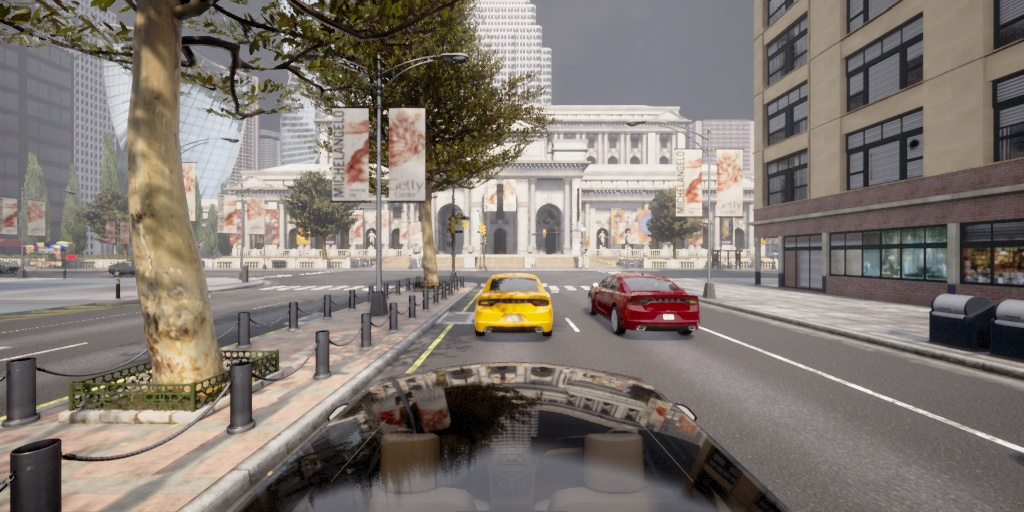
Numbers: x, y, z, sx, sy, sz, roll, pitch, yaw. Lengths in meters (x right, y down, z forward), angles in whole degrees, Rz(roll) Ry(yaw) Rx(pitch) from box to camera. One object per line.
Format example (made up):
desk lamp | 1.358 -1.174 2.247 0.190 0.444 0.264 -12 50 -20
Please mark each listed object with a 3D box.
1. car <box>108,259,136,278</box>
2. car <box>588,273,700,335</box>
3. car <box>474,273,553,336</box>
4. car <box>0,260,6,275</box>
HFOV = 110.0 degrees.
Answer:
car | -35.268 1.241 34.071 4.902 1.511 2.128 0 0 0
car | 3.558 1.228 10.582 1.882 1.535 5.008 0 0 0
car | 0.056 1.228 10.403 1.882 1.535 5.008 0 0 1
car | -51.513 1.313 33.702 4.181 1.385 1.994 0 0 -7
